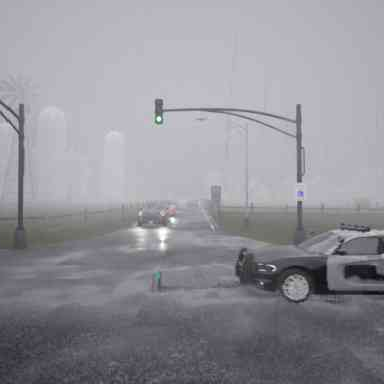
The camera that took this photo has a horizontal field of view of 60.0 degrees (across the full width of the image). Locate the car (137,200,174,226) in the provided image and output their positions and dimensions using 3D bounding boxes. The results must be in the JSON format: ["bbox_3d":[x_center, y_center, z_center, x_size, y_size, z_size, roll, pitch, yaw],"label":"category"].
[{"bbox_3d":[-2.829,1.553,25.485,2.097,1.767,4.553,0,0,1],"label":"car"}]

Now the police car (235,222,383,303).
[{"bbox_3d":[3.705,1.577,7.940,5.238,1.638,1.930,1,-1,0],"label":"police car"}]

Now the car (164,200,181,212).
[{"bbox_3d":[-2.744,1.903,46.897,2.033,1.411,5.357,0,0,0],"label":"car"}]

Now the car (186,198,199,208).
[{"bbox_3d":[0.113,1.912,56.834,2.128,1.511,4.902,0,0,0],"label":"car"}]

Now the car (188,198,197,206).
[{"bbox_3d":[0.140,2.006,67.255,1.837,1.490,4.892,0,0,0],"label":"car"}]

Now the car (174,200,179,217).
[{"bbox_3d":[-2.780,1.622,35.061,2.097,1.767,4.553,0,0,0],"label":"car"}]
